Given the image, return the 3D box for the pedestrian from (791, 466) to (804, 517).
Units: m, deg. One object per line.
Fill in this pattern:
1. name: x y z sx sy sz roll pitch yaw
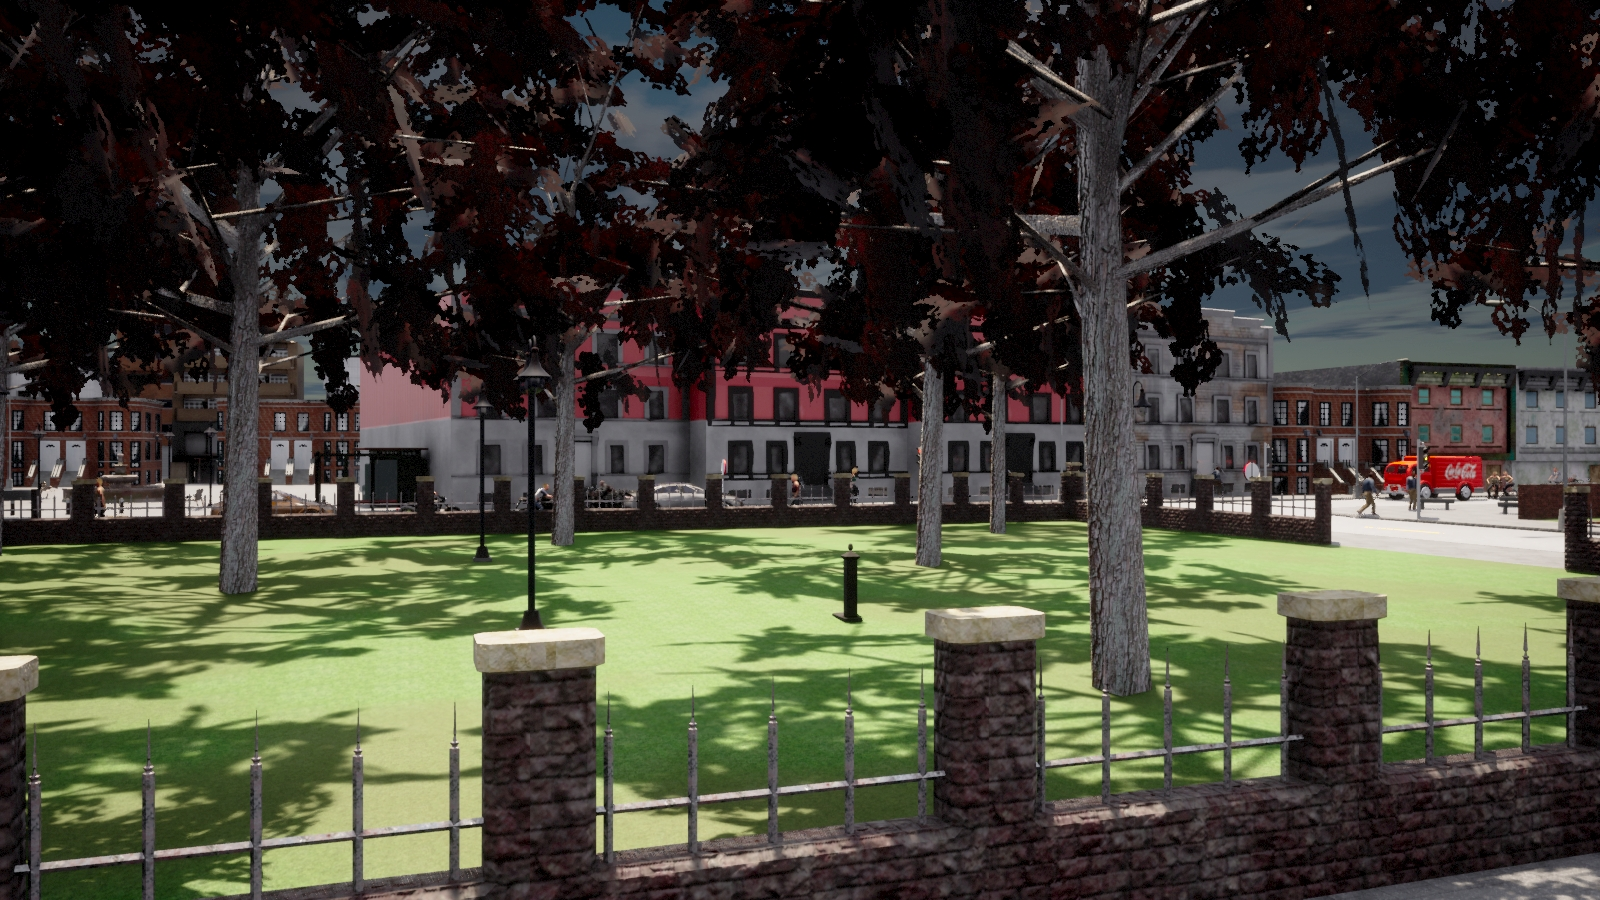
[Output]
1. pedestrian: -0.095 1.525 42.208 0.375 1.860 0.375 0 0 -18

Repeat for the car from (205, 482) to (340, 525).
1. car: -18.777 1.899 40.895 4.181 1.385 1.994 0 0 -18

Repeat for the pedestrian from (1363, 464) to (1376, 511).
1. pedestrian: 23.115 1.518 46.393 0.375 1.860 0.375 0 0 5

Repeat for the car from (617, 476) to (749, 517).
1. car: -4.677 1.827 45.707 4.902 1.511 2.128 0 0 -19

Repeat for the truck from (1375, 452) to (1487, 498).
1. truck: 35.004 1.348 63.458 5.204 2.467 2.627 0 0 -19

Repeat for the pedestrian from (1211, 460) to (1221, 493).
1. pedestrian: 23.628 1.523 64.873 0.375 1.860 0.375 0 0 -19

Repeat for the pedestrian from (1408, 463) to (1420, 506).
1. pedestrian: 26.869 1.517 50.027 0.375 1.860 0.375 0 0 12

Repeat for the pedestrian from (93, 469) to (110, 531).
1. pedestrian: -21.359 1.523 34.927 0.375 1.860 0.375 0 0 -18

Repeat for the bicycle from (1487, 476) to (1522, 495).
1. bicycle: 40.458 2.036 65.608 1.487 1.080 0.859 0 0 1

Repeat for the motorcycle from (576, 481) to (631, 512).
1. motorcycle: -8.379 1.985 48.712 2.209 1.251 0.867 0 0 -19

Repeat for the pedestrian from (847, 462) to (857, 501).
1. pedestrian: 2.507 1.524 55.148 0.375 1.860 0.375 0 0 21

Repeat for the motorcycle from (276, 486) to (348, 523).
1. motorcycle: -17.611 1.950 41.298 2.356 1.277 0.764 0 0 -19

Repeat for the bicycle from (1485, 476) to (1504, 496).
1. bicycle: 39.299 2.036 64.656 0.859 1.080 1.487 0 0 35
